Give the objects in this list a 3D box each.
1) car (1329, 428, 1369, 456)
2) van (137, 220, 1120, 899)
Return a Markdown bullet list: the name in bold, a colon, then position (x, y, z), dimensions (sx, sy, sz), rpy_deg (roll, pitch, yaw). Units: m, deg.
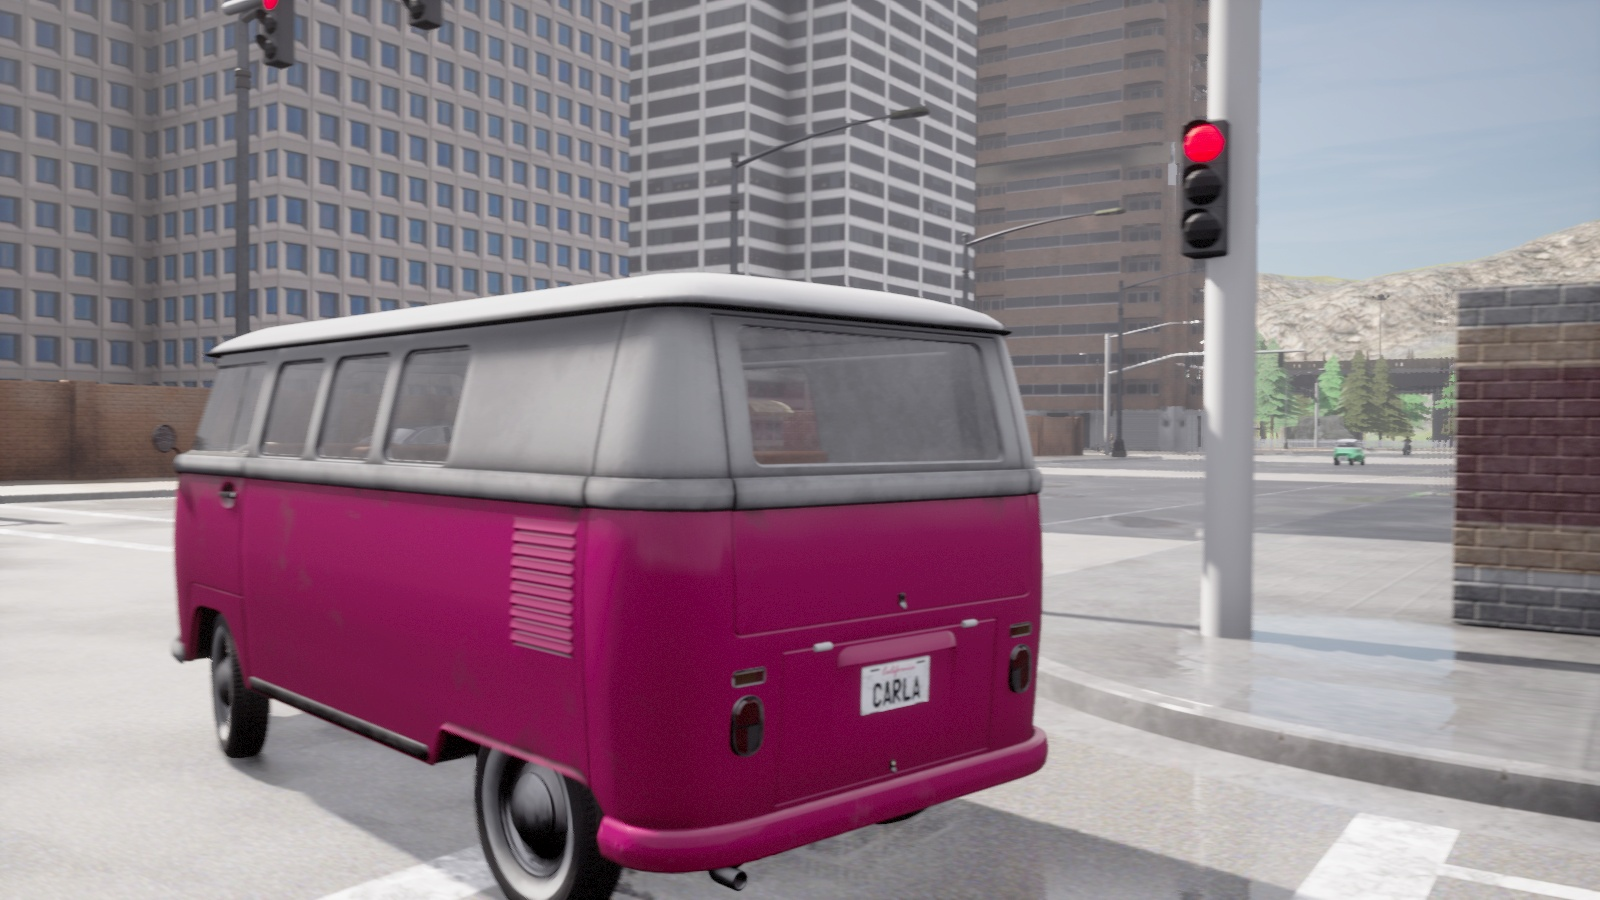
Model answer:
- **car**: position (28.268, -0.409, 64.653), dimensions (1.481, 1.376, 2.207), rpy_deg (0, 1, 35)
- **van**: position (-1.103, 0.420, 5.226), dimensions (1.775, 1.987, 4.442), rpy_deg (-2, 1, -43)
